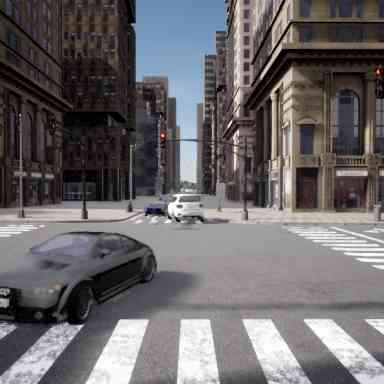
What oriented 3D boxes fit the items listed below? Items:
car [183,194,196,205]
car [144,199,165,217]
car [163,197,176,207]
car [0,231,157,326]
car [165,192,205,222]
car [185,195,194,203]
[{"bbox_3d":[-0.388,1.340,59.294,2.097,1.767,4.553,0,0,1],"label":"car"},{"bbox_3d":[-3.369,1.593,31.612,1.895,1.301,4.718,0,0,-1],"label":"car"},{"bbox_3d":[-3.524,1.514,52.312,1.812,1.442,4.674,0,0,0],"label":"car"},{"bbox_3d":[-2.379,1.562,7.138,1.994,1.385,4.181,0,0,19],"label":"car"},{"bbox_3d":[-0.530,1.201,25.905,2.150,2.045,5.566,-1,-1,-11],"label":"car"},{"bbox_3d":[-0.577,1.488,72.937,1.837,1.490,4.892,0,0,0],"label":"car"}]
